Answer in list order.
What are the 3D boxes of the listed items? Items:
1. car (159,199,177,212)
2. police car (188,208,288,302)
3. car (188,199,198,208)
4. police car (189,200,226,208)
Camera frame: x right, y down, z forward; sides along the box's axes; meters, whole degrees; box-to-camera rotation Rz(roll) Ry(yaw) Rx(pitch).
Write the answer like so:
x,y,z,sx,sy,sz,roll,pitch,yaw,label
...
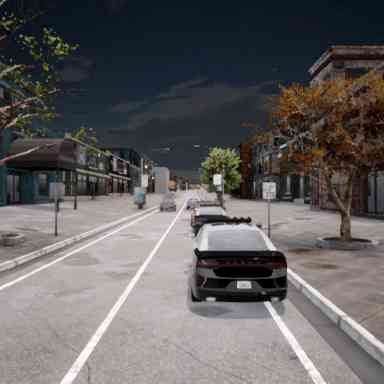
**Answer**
x,y,z,sx,sy,sz,roll,pitch,yaw,label
-2.850,1.582,39.761,1.837,1.490,4.892,0,0,0,car
0.931,1.440,8.465,1.930,1.638,5.238,0,0,0,police car
0.991,1.399,24.325,2.097,1.767,4.553,0,0,0,car
0.969,1.461,18.465,1.930,1.638,5.238,0,0,0,police car
